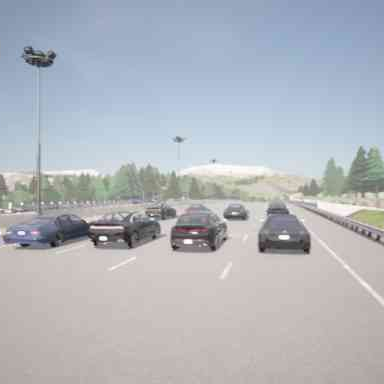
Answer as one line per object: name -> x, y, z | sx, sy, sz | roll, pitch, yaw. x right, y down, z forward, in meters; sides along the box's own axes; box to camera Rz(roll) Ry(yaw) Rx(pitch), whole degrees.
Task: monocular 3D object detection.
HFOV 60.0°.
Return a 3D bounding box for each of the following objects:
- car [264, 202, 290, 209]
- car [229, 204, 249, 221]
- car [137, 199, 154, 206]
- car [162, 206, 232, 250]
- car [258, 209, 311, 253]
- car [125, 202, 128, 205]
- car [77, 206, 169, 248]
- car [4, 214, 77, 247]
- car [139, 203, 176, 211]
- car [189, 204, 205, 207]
car -> 7.326, 1.630, 28.597 | 1.837, 1.490, 4.892 | -1, 0, 14
car -> 3.924, 1.736, 29.408 | 1.994, 1.385, 4.181 | -1, 0, 14
car -> -10.404, 2.307, 74.488 | 2.128, 1.511, 4.902 | -1, -1, 14
car -> 0.420, 1.615, 14.864 | 1.837, 1.490, 4.892 | -1, 0, 14
car -> 3.820, 1.622, 14.038 | 1.994, 1.385, 4.181 | -1, 0, 14
car -> -13.806, 2.356, 75.309 | 1.812, 1.442, 4.674 | -1, -1, 14
car -> -2.984, 1.650, 15.676 | 2.128, 1.511, 4.902 | -1, 0, 14
car -> -6.462, 1.754, 16.190 | 2.033, 1.411, 5.357 | -1, 0, 13
car -> -2.880, 1.765, 31.058 | 2.128, 1.511, 4.902 | -1, 0, 14
car -> 0.516, 1.786, 30.204 | 1.994, 1.385, 4.181 | -1, 0, 14
